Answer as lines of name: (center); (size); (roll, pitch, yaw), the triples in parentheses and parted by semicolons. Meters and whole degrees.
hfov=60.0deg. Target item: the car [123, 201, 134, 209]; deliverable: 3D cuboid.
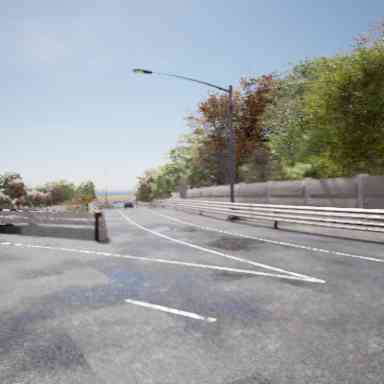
car: (-12.988, 2.629, 68.128); (1.837, 1.490, 4.892); (-1, -3, -10)
